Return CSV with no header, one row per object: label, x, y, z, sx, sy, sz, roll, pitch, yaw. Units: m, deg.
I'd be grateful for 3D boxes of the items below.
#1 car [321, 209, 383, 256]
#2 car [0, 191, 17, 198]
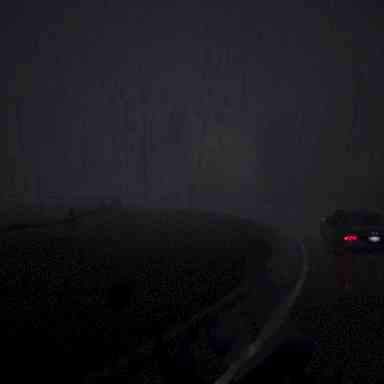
car,5.761,1.309,11.712,2.033,1.411,5.357,0,1,15
car,-36.992,0.445,66.680,4.674,1.442,1.812,1,1,35
